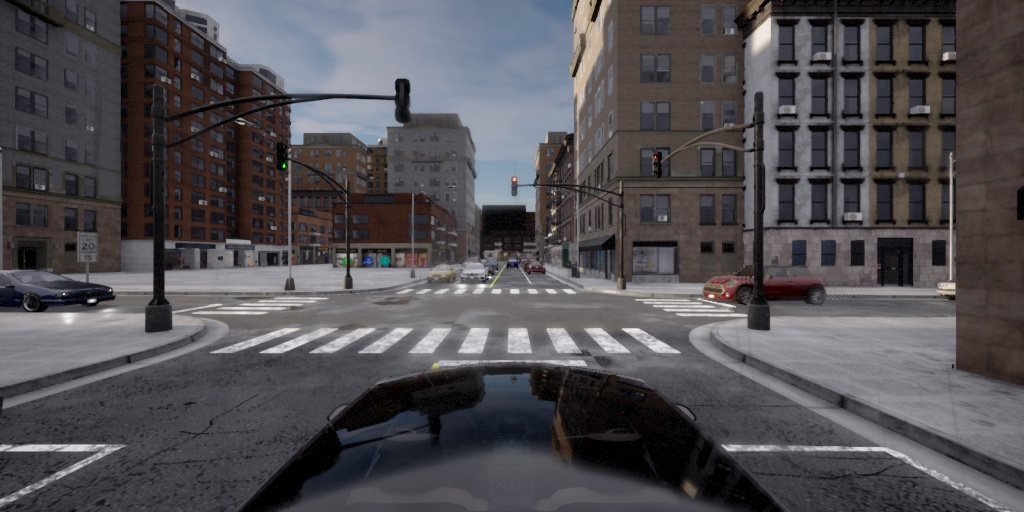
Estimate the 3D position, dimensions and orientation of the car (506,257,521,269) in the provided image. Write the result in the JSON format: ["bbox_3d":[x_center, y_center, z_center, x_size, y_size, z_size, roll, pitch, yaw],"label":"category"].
[{"bbox_3d":[0.081,1.231,58.578,1.882,1.535,5.008,0,0,0],"label":"car"}]

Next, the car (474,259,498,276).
[{"bbox_3d":[-2.850,1.315,37.898,1.994,1.385,4.181,0,0,1],"label":"car"}]

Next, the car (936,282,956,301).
[{"bbox_3d":[22.111,1.471,15.936,4.718,1.301,1.895,0,0,0],"label":"car"}]

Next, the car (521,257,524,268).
[{"bbox_3d":[2.621,1.066,45.124,2.192,1.841,5.009,0,0,0],"label":"car"}]

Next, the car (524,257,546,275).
[{"bbox_3d":[2.624,1.191,39.462,1.967,1.591,4.097,0,0,0],"label":"car"}]

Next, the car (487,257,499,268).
[{"bbox_3d":[-2.849,1.244,49.915,2.128,1.511,4.902,0,0,0],"label":"car"}]

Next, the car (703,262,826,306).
[{"bbox_3d":[10.908,1.163,15.727,4.553,1.767,2.097,0,0,-4],"label":"car"}]

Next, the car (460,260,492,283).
[{"bbox_3d":[-2.856,1.276,28.106,1.812,1.442,4.674,0,0,0],"label":"car"}]

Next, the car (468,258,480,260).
[{"bbox_3d":[-5.404,1.302,45.121,2.007,1.370,4.403,0,0,0],"label":"car"}]

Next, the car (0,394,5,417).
[{"bbox_3d":[-5.388,1.300,1.290,2.007,1.370,4.403,0,0,0],"label":"car"}]

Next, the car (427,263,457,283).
[{"bbox_3d":[-5.397,1.276,27.965,1.751,1.417,4.829,0,0,0],"label":"car"}]

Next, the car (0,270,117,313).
[{"bbox_3d":[-17.807,1.216,12.935,5.357,1.411,2.033,0,0,0],"label":"car"}]
